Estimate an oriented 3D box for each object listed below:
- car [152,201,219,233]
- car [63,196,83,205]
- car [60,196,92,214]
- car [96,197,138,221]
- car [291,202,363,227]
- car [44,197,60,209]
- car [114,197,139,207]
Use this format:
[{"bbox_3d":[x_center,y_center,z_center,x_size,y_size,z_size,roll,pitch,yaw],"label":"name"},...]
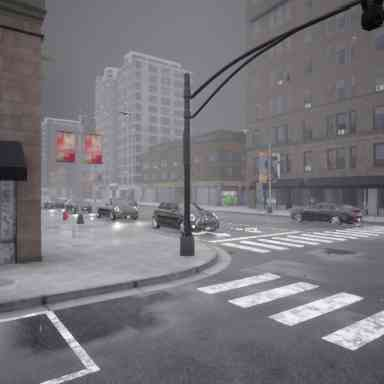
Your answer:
[{"bbox_3d":[-0.471,1.332,19.316,2.097,1.767,4.553,0,0,-36],"label":"car"},{"bbox_3d":[-21.379,1.451,59.665,2.033,1.411,5.357,0,0,-36],"label":"car"},{"bbox_3d":[-12.216,1.455,35.567,1.837,1.490,4.892,0,0,-36],"label":"car"},{"bbox_3d":[-6.156,1.318,27.175,2.097,1.767,4.553,0,0,-36],"label":"car"},{"bbox_3d":[9.150,1.475,22.993,1.837,1.490,4.892,0,0,-36],"label":"car"},{"bbox_3d":[-18.277,1.439,44.015,1.837,1.490,4.892,0,0,-35],"label":"car"},{"bbox_3d":[-9.723,1.486,49.082,1.994,1.385,4.181,0,0,-36],"label":"car"}]
